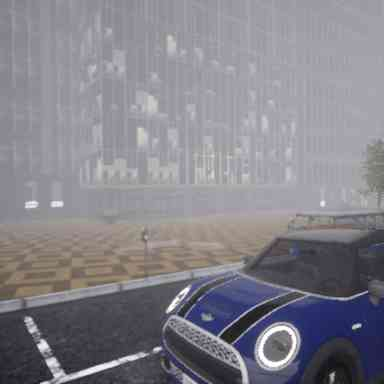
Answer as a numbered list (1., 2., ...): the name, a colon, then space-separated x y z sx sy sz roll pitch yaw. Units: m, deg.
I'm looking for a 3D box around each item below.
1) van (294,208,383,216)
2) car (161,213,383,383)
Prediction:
1. van: 4.531 1.372 9.816 3.998 1.788 1.690 0 -1 -36
2. car: 1.825 1.366 4.670 4.553 1.767 2.097 0 0 -35
